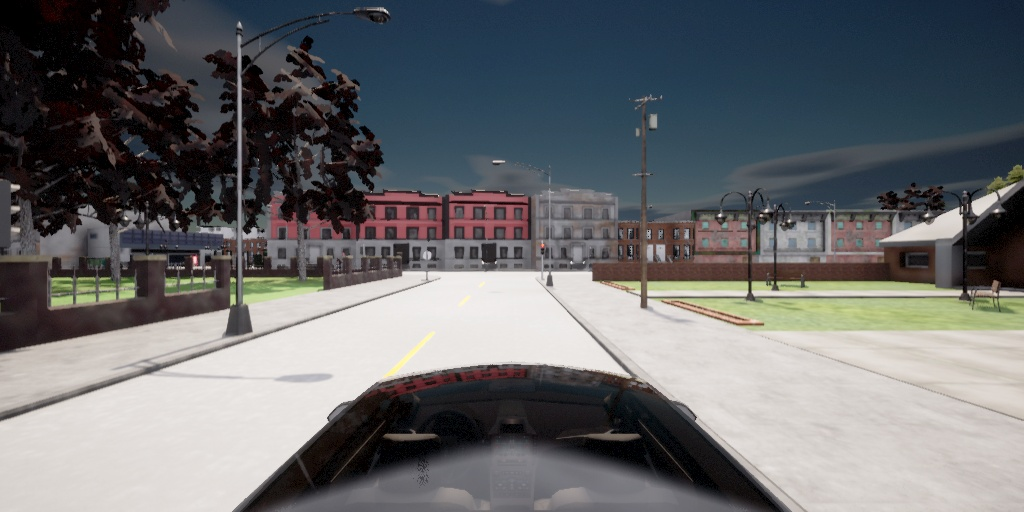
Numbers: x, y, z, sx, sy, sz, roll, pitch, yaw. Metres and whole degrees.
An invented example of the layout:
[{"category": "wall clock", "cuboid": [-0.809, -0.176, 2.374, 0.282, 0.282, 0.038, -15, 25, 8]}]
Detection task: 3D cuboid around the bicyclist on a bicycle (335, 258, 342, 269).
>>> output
[{"category": "bicyclist on a bicycle", "cuboid": [-22.693, 1.073, 46.937, 0.582, 1.620, 1.656, 0, 0, 0]}]
